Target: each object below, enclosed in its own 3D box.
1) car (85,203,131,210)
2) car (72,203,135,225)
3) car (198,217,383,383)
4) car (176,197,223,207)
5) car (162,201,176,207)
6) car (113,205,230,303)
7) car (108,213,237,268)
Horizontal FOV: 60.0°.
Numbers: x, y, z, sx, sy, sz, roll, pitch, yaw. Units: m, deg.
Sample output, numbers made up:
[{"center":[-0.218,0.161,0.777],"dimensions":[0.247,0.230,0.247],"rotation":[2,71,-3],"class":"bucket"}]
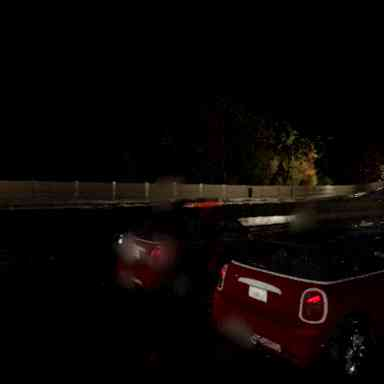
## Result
[{"center":[-5.730,1.495,21.399],"dimensions":[4.902,1.511,2.128],"rotation":[0,0,-35],"class":"car"},{"center":[-6.614,1.568,25.062],"dimensions":[4.181,1.385,1.994],"rotation":[0,0,-35],"class":"car"},{"center":[2.594,1.353,5.598],"dimensions":[4.553,1.767,2.097],"rotation":[0,0,-35],"class":"car"},{"center":[1.078,1.367,34.839],"dimensions":[4.553,1.767,2.097],"rotation":[0,0,-35],"class":"car"},{"center":[-1.031,1.492,37.634],"dimensions":[5.008,1.535,1.882],"rotation":[0,0,-35],"class":"car"},{"center":[0.539,1.353,8.431],"dimensions":[4.553,1.767,2.097],"rotation":[0,0,-35],"class":"car"},{"center":[-0.636,1.566,11.888],"dimensions":[4.181,1.385,1.994],"rotation":[0,0,-36],"class":"car"}]
